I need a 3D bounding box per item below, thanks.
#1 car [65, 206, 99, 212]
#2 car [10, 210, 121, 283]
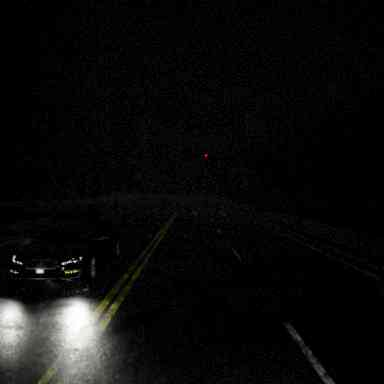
[{"bbox_3d":[-6.624,1.549,19.915,2.033,1.411,5.357,0,0,0],"label":"car"},{"bbox_3d":[-3.364,1.506,9.779,1.837,1.490,4.892,0,0,0],"label":"car"}]
